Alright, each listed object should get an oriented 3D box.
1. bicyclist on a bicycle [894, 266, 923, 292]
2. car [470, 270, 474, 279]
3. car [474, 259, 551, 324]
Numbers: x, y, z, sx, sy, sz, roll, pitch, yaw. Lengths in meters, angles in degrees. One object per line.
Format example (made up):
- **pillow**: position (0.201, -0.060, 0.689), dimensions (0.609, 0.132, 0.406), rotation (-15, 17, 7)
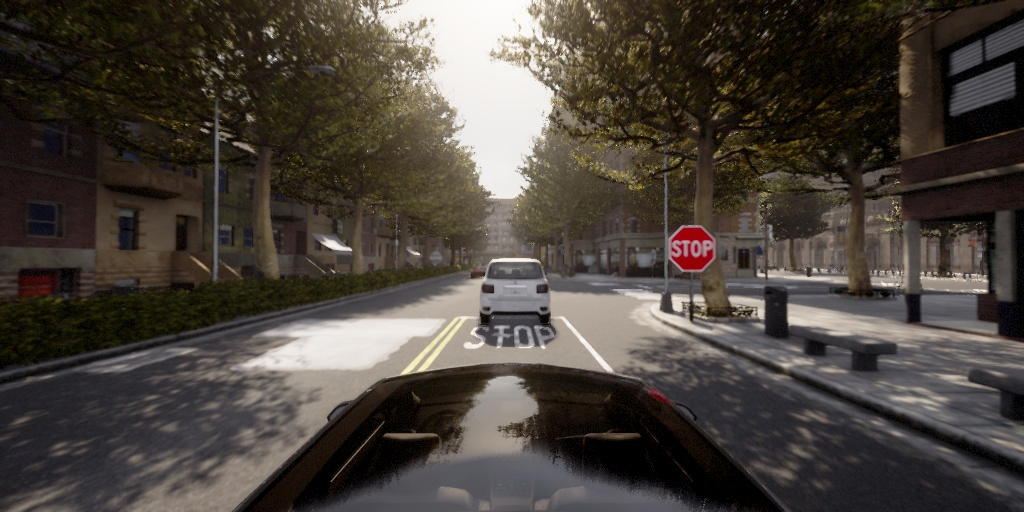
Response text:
- **bicyclist on a bicycle**: position (24.771, 1.471, 22.432), dimensions (0.582, 1.620, 1.656), rotation (0, -1, -1)
- **car**: position (-3.555, 1.850, 40.248), dimensions (1.895, 1.301, 4.718), rotation (0, -1, 0)
- **car**: position (0.096, 1.117, 12.756), dimensions (2.150, 2.045, 5.566), rotation (0, 0, 0)
